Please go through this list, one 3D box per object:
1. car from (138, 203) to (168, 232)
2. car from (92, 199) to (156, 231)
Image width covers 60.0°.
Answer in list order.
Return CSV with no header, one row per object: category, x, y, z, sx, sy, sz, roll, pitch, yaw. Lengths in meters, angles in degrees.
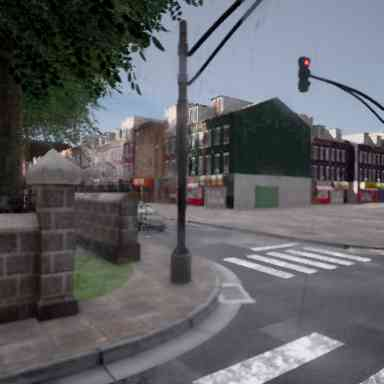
car,-2.885,1.290,17.496,2.008,1.369,4.403,2,0,-36
car,-4.054,1.221,19.085,1.752,1.417,4.829,2,0,-36
